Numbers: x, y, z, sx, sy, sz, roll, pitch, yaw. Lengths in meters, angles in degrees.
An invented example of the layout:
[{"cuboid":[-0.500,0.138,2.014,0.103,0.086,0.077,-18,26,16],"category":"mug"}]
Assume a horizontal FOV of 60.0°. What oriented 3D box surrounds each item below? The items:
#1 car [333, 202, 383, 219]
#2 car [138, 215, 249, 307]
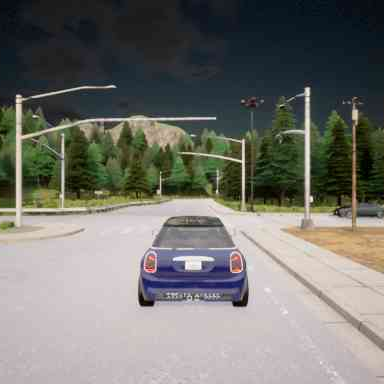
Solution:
[{"cuboid":[14.515,1.591,28.770,4.181,1.385,1.994,0,0,1],"category":"car"},{"cuboid":[0.042,1.349,8.150,2.097,1.767,4.553,0,0,0],"category":"car"}]
